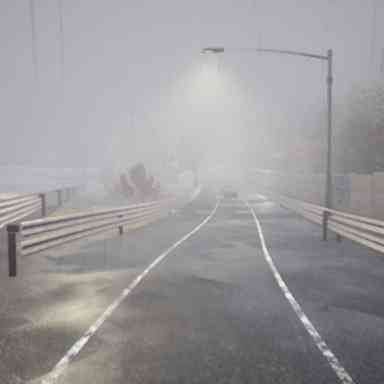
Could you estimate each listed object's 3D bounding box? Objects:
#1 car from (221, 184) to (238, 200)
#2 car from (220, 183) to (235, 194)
[{"bbox_3d":[5.443,0.185,46.847,1.882,1.535,5.008,0,4,4],"label":"car"},{"bbox_3d":[6.061,-0.574,56.883,2.128,1.511,4.902,0,5,2],"label":"car"}]
